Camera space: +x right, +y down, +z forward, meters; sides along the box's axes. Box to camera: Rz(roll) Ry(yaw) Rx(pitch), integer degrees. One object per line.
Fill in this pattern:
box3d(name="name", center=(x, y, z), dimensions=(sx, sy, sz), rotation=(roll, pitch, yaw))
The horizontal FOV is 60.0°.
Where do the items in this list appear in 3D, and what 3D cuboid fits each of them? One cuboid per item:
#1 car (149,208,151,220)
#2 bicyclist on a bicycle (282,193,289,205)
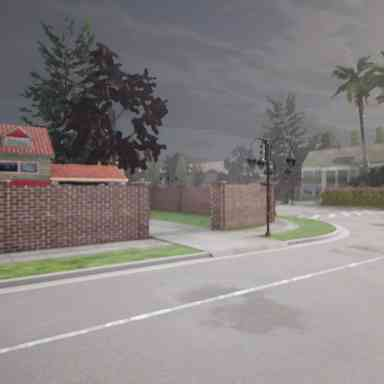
box3d(name="car", center=(-4.734, 1.095, 22.344), dimensions=(2.152, 1.636, 5.027), rotation=(0, 0, -35))
box3d(name="bicyclist on a bicycle", center=(13.066, 0.952, 46.472), dimensions=(1.656, 1.620, 0.582), rotation=(0, 1, -35))
